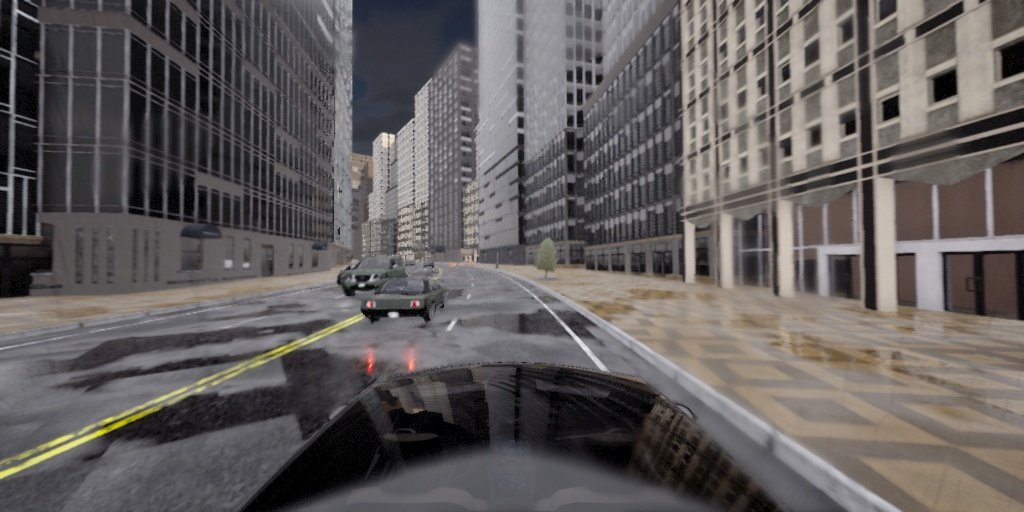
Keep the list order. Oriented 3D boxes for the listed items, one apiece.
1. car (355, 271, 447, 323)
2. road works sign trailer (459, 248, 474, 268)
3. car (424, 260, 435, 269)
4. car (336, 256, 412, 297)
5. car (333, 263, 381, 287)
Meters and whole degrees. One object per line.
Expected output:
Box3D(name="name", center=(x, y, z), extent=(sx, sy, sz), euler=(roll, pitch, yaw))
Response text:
Box3D(name="car", center=(-3.404, 1.379, 12.286), extent=(1.895, 1.301, 4.718), euler=(0, 0, -2))
Box3D(name="road works sign trailer", center=(-8.263, 0.306, 64.778), extent=(2.380, 3.560, 2.880), euler=(0, 0, -16))
Box3D(name="car", center=(-14.104, 1.393, 61.122), extent=(2.033, 1.411, 5.357), euler=(0, 0, -14))
Box3D(name="car", center=(-7.292, 1.024, 19.660), extent=(2.150, 2.045, 5.566), euler=(0, 0, -4))
Box3D(name="car", center=(-11.157, 1.328, 26.200), extent=(1.837, 1.490, 4.892), euler=(0, 0, -6))
